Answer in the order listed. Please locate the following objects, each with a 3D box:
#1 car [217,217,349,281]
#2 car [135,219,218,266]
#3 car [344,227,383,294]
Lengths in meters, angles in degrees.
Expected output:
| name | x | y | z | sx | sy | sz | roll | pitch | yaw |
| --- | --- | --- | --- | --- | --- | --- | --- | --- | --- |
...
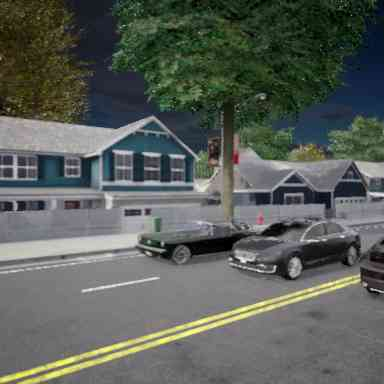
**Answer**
| name | x | y | z | sx | sy | sz | roll | pitch | yaw |
| --- | --- | --- | --- | --- | --- | --- | --- | --- | --- |
| car | 3.301 | 1.574 | 10.194 | 4.892 | 1.490 | 1.837 | 0 | -1 | -37 |
| car | 0.385 | 1.689 | 12.077 | 4.718 | 1.301 | 1.895 | 0 | -1 | -37 |
| car | 5.762 | 1.550 | 7.722 | 4.892 | 1.490 | 1.837 | 0 | -1 | -37 |
